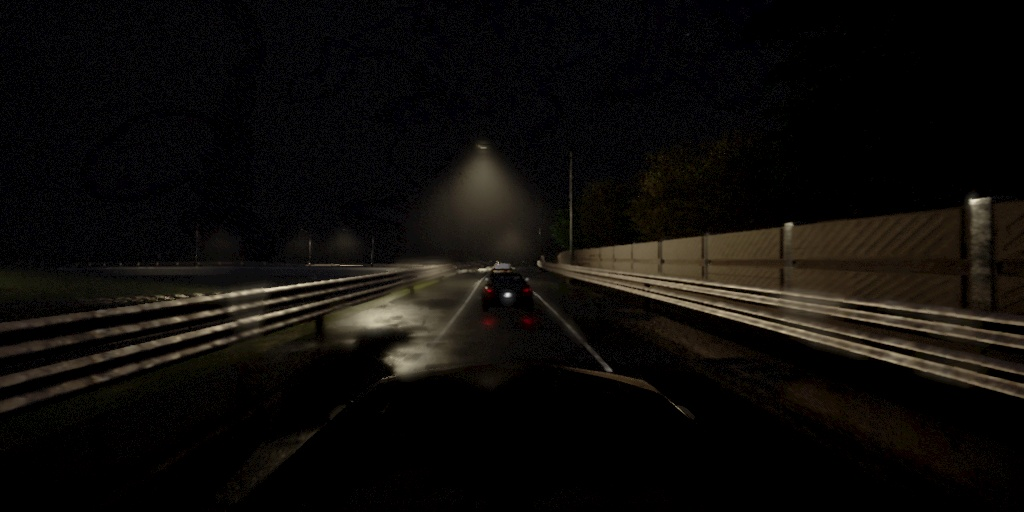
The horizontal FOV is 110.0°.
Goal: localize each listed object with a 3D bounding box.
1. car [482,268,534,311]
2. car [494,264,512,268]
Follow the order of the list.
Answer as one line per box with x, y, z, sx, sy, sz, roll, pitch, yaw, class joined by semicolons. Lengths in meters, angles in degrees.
-0.201;1.372;14.776;1.994;1.385;4.181;0;0;-2;car
-0.768;1.363;29.635;2.128;1.511;4.902;0;0;-1;car
